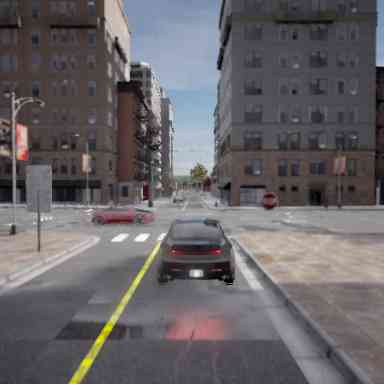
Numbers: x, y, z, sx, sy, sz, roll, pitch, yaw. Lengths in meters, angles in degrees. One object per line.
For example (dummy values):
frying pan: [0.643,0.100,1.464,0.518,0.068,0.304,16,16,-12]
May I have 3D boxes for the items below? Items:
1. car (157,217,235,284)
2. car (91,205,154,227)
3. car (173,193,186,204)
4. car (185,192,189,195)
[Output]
car: [0.102,1.489,9.510,1.837,1.490,4.892,0,0,0]
car: [-4.693,1.575,22.745,4.181,1.385,1.994,-1,0,0]
car: [-2.471,1.393,61.195,1.812,1.442,4.674,0,0,1]
car: [-2.419,1.326,77.044,2.033,1.411,5.357,0,0,0]
